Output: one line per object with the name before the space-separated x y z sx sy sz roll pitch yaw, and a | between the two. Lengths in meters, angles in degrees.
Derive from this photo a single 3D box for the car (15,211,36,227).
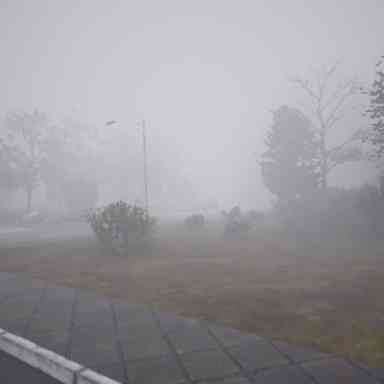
car | -14.431 2.456 31.776 1.812 1.442 4.674 -3 -2 33

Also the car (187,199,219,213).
car | 2.120 2.131 51.438 2.150 2.045 5.566 -3 -2 32

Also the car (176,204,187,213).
car | -0.402 2.611 53.960 2.033 1.411 5.357 -3 -2 33

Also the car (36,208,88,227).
car | -11.112 2.274 30.474 2.128 1.511 4.902 -3 -2 33
